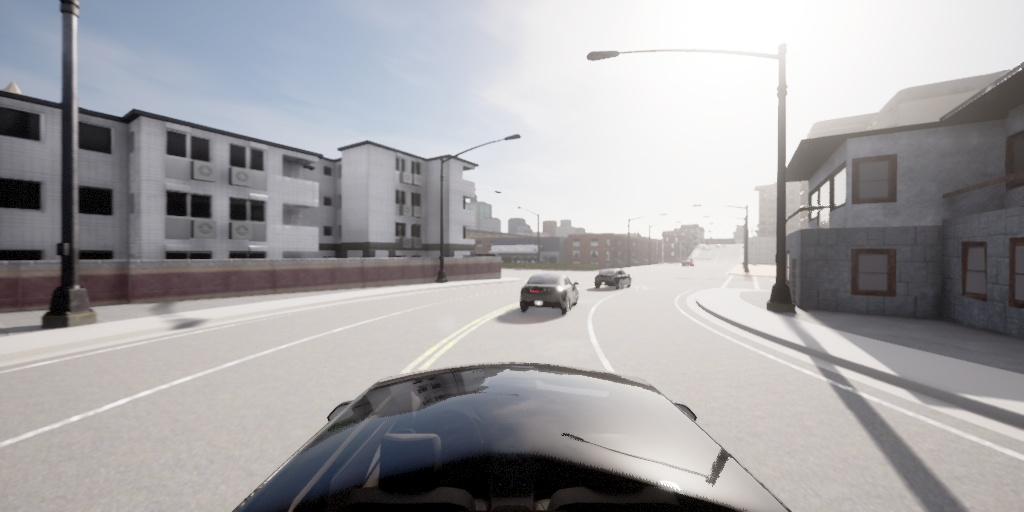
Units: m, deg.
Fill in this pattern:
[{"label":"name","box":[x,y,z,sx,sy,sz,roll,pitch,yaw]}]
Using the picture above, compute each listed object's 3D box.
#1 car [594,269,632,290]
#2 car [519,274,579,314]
[{"label":"car","box":[8.025,1.776,28.254,1.837,1.490,4.892,0,0,33]},{"label":"car","box":[1.687,1.492,15.317,1.837,1.490,4.892,0,-1,17]}]
